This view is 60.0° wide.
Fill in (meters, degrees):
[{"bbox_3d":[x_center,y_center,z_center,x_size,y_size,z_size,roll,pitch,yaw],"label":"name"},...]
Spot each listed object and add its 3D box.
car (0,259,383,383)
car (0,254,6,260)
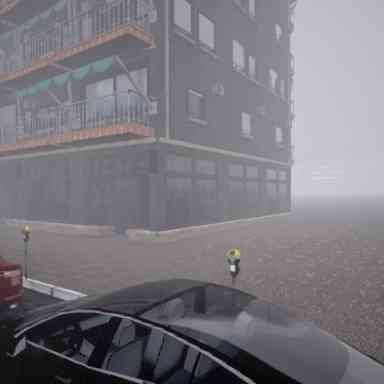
[{"bbox_3d":[-0.486,1.566,3.216,4.313,1.339,1.947,0,0,35],"label":"car"},{"bbox_3d":[-5.081,1.545,6.480,4.507,1.381,1.887,0,0,35],"label":"car"}]
